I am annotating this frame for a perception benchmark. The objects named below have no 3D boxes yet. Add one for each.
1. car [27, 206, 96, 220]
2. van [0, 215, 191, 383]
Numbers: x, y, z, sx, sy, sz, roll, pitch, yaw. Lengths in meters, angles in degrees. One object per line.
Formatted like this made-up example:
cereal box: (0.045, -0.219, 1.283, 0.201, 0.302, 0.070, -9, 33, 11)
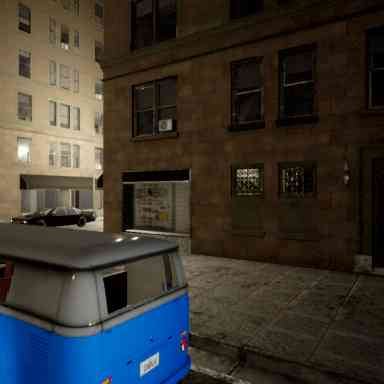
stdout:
car: (-8.757, 1.627, 21.480, 2.033, 1.411, 5.357, 0, 0, 33)
van: (-1.937, 1.341, 4.067, 3.998, 1.788, 1.690, 0, 0, 33)
